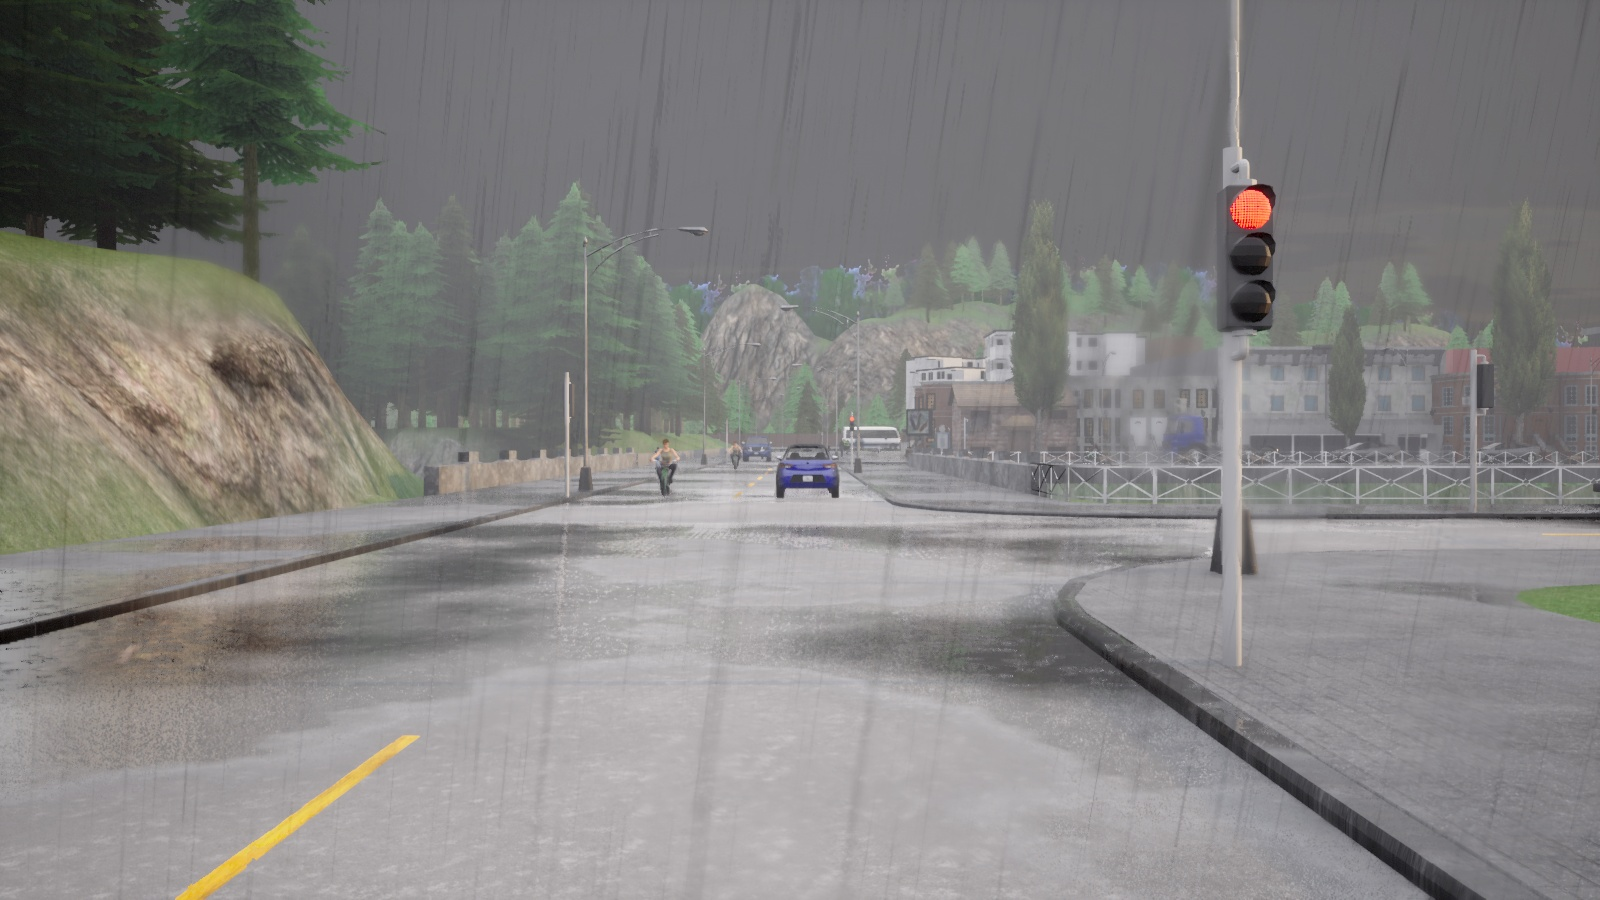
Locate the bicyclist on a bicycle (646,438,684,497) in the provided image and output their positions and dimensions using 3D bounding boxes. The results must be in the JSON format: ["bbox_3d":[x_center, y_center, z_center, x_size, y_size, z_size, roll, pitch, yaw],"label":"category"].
[{"bbox_3d":[-3.781,0.481,35.252,0.866,1.612,1.509,0,0,1],"label":"bicyclist on a bicycle"}]

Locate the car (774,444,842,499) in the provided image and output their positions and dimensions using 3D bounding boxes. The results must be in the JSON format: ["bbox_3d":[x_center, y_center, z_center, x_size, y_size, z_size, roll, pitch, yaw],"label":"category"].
[{"bbox_3d":[0.207,0.558,35.903,1.816,1.474,4.193,0,0,0],"label":"car"}]

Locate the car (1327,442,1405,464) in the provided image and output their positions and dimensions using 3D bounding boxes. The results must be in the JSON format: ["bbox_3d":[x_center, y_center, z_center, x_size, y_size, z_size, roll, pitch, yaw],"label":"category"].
[{"bbox_3d":[39.593,0.229,87.885,4.514,1.525,2.007,0,0,0],"label":"car"}]

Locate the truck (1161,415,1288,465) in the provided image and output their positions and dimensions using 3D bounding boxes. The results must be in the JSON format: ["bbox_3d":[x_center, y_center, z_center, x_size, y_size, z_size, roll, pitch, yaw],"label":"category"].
[{"bbox_3d":[29.648,-0.708,87.929,7.936,3.462,2.891,0,0,0],"label":"truck"}]
